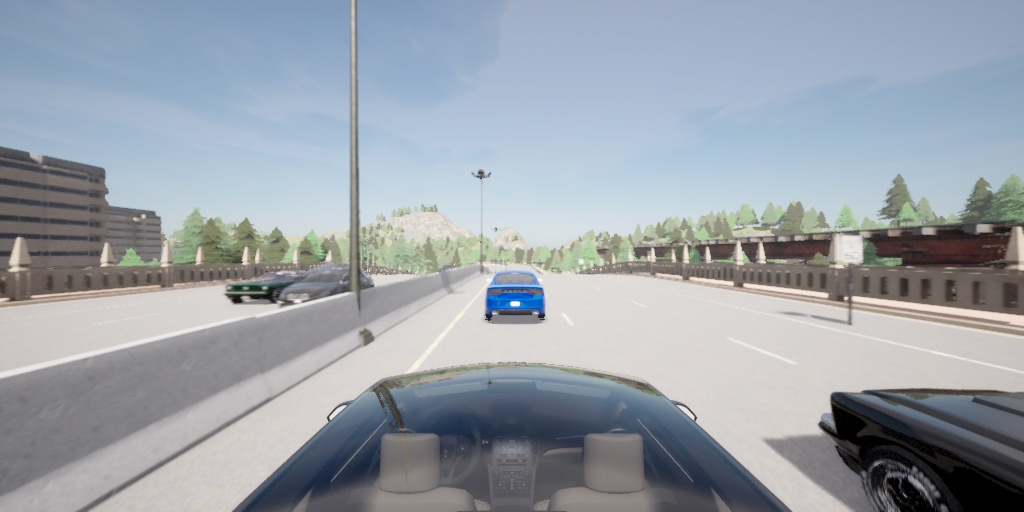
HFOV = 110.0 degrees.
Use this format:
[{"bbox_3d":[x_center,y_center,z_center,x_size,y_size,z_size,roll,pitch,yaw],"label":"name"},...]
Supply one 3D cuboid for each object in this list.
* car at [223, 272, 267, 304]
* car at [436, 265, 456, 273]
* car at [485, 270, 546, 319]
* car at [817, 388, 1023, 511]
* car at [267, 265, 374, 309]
[{"bbox_3d":[-10.597,1.354,16.471,1.895,1.301,4.718,0,0,0],"label":"car"},{"bbox_3d":[-10.525,2.480,59.640,2.150,2.045,5.566,0,-6,1],"label":"car"},{"bbox_3d":[0.101,1.229,12.801,1.882,1.535,5.008,0,0,0],"label":"car"},{"bbox_3d":[3.589,1.350,0.944,1.895,1.301,4.718,0,0,0],"label":"car"},{"bbox_3d":[-7.097,1.258,14.280,1.837,1.490,4.892,0,0,0],"label":"car"}]
